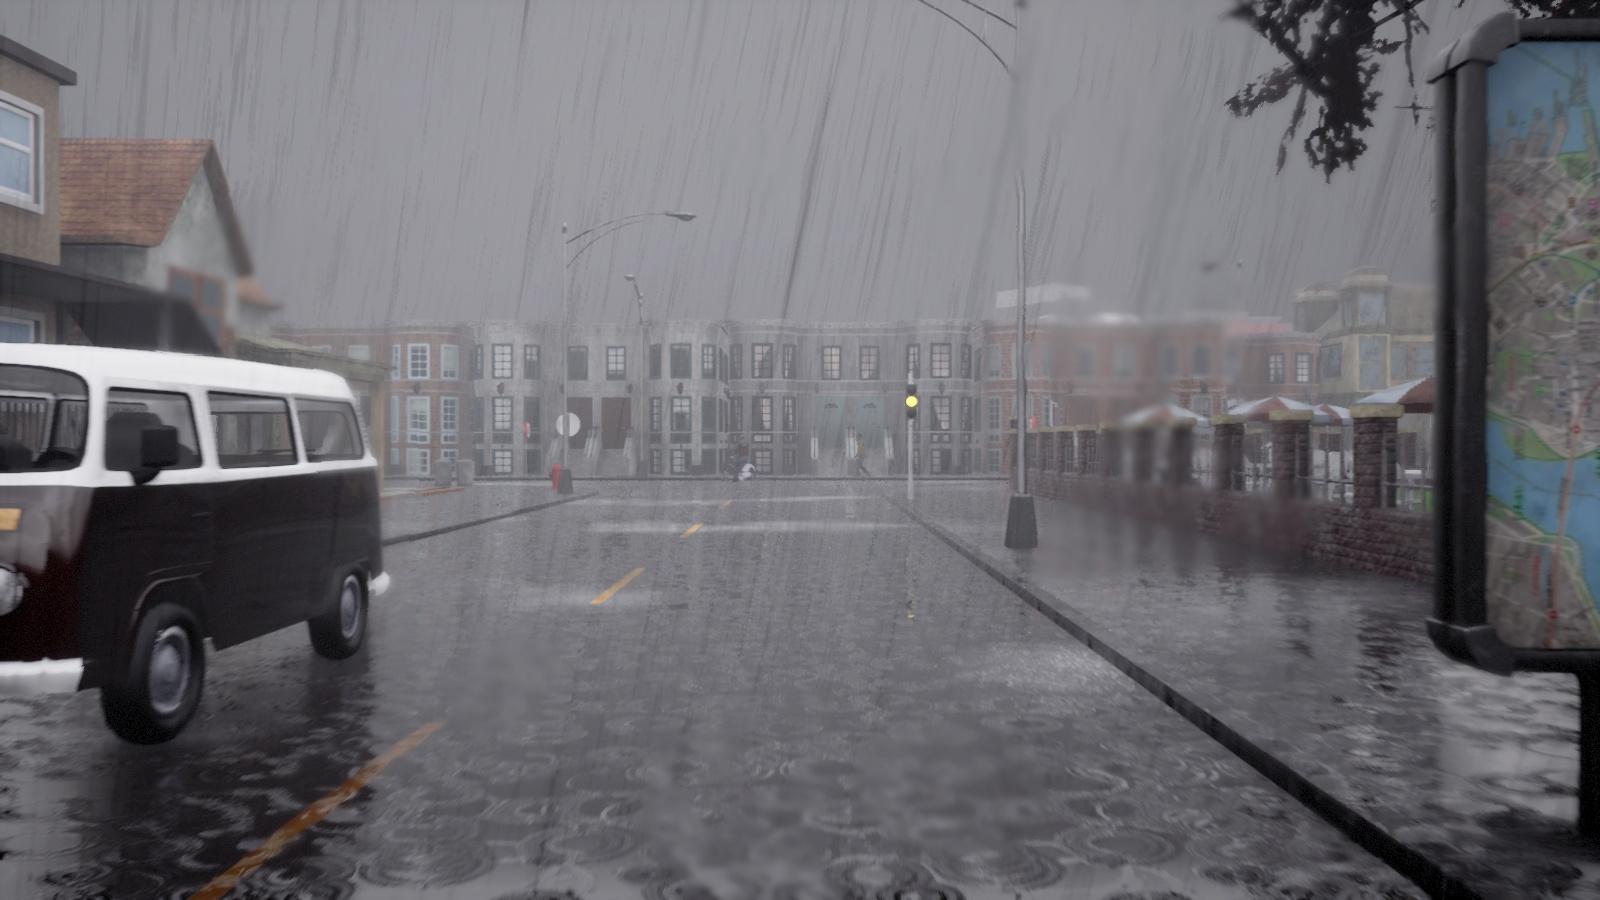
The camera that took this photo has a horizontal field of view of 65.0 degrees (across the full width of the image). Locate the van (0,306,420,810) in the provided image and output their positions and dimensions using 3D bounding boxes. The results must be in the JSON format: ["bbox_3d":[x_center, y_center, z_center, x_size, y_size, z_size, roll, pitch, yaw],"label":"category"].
[{"bbox_3d":[-3.942,0.425,7.327,2.069,2.038,4.480,0,0,0],"label":"van"}]

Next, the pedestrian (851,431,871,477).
[{"bbox_3d":[2.462,0.173,50.582,0.709,1.840,0.431,0,0,13],"label":"pedestrian"}]

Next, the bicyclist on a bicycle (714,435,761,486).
[{"bbox_3d":[-2.270,0.358,45.596,0.659,1.776,1.843,-3,3,-42],"label":"bicyclist on a bicycle"}]
